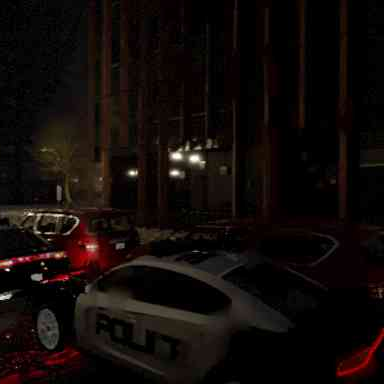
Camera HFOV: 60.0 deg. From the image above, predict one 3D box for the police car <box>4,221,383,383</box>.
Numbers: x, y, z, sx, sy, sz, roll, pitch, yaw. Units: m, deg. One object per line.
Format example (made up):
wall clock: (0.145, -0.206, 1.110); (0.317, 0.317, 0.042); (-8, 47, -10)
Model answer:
police car: (-0.275, 1.460, 4.536); (5.238, 1.638, 1.930); (0, -1, 36)

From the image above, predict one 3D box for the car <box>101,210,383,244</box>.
car: (0.918, 1.364, 6.006); (5.009, 1.841, 2.192); (0, 0, 36)

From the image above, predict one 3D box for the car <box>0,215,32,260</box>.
car: (-8.175, 1.630, 12.669); (4.313, 1.339, 1.947); (0, 0, 36)

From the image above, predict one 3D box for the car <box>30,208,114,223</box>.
car: (-3.629, 1.371, 9.338); (5.009, 1.841, 2.192); (0, 0, 36)

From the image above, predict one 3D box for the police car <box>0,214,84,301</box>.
police car: (-5.114, 1.467, 8.082); (5.238, 1.638, 1.930); (0, -1, 36)
